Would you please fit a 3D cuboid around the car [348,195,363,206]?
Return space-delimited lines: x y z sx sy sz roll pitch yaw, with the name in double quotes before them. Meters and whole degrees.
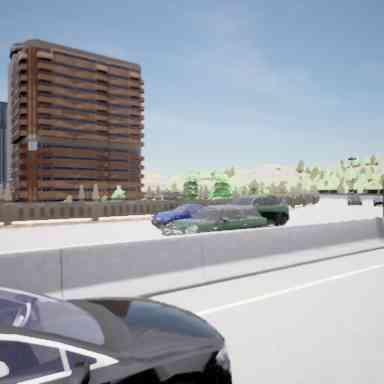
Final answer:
"car" 26.083 1.289 53.155 2.097 1.767 4.553 0 0 26

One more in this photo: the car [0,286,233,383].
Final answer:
"car" -1.837 1.490 2.439 4.902 1.511 2.128 0 0 -35

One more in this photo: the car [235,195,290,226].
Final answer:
"car" 3.498 1.201 19.613 5.566 2.045 2.150 0 0 -38

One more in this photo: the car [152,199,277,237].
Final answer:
"car" 1.012 1.339 13.421 4.553 1.767 2.097 0 0 -37

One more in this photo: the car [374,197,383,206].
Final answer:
"car" 29.353 1.484 51.722 2.033 1.411 5.357 0 0 27
